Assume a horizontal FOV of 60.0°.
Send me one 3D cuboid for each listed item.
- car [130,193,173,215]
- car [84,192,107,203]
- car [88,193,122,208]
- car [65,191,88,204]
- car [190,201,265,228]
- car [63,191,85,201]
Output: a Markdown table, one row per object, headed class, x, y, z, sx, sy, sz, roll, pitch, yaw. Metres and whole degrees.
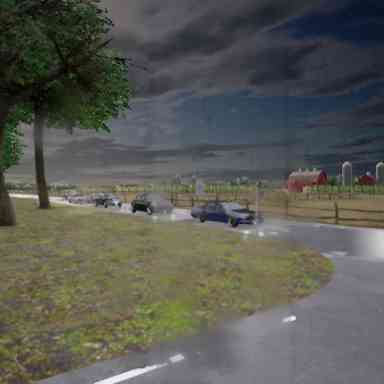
| class | x | y | z | sx | sy | sz | roll | pitch | yaw |
| --- | --- | --- | --- | --- | --- | --- | --- | --- | --- |
| car | -3.497 | 0.951 | 28.584 | 2.097 | 1.767 | 4.553 | -1 | 2 | -36 |
| car | -14.041 | 0.808 | 48.127 | 1.994 | 1.385 | 4.181 | -1 | 1 | -35 |
| car | -9.349 | 0.942 | 36.694 | 2.128 | 1.511 | 4.902 | -1 | 1 | -36 |
| car | -15.213 | 0.915 | 44.856 | 1.895 | 1.301 | 4.718 | -1 | 1 | -35 |
| car | 2.025 | 1.300 | 20.949 | 2.033 | 1.411 | 5.357 | -1 | 2 | -36 |
| car | -19.962 | 0.611 | 56.221 | 2.128 | 1.511 | 4.902 | -1 | 1 | -36 |
